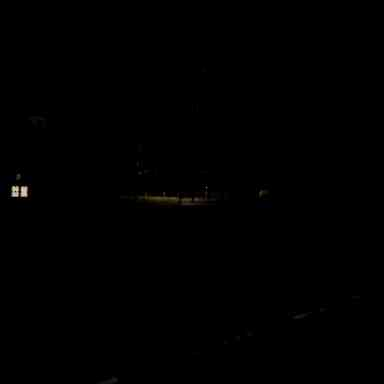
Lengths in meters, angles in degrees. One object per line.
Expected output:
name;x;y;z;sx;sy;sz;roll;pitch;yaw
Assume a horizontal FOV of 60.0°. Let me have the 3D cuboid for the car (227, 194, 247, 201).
car;9.077;1.059;67.861;1.812;1.442;4.674;1;0;-36
